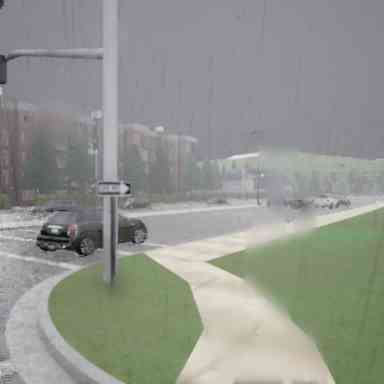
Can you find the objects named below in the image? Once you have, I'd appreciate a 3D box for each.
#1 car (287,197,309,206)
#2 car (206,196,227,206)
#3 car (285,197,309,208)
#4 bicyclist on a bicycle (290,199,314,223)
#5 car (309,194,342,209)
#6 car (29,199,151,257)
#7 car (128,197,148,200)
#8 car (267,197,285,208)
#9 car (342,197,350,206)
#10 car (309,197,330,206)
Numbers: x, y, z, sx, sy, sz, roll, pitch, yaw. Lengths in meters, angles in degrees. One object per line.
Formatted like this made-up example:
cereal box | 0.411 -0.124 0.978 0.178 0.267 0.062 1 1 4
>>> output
car | 18.404 1.565 57.550 2.033 1.411 5.357 0 0 35
car | 4.347 1.517 57.559 2.128 1.511 4.902 0 0 35
car | 15.474 1.506 47.174 2.128 1.511 4.902 0 0 35
bicyclist on a bicycle | 7.508 1.296 22.687 1.656 1.620 0.582 0 0 35
car | 18.053 1.233 44.764 2.150 2.045 5.566 0 0 36
car | -3.769 1.360 13.413 2.097 1.767 4.553 0 0 27
car | -7.195 1.373 41.195 2.097 1.767 4.553 0 0 35
car | 12.768 1.494 49.406 1.882 1.535 5.008 0 0 35
car | 24.160 1.539 53.566 1.812 1.442 4.674 0 0 35
car | 21.272 1.563 55.543 2.033 1.411 5.357 0 0 35
